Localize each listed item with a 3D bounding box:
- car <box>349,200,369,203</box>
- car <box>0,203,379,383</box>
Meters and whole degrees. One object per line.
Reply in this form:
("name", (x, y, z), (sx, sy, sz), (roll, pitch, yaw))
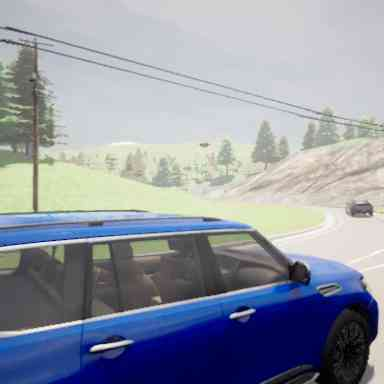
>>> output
("car", (16.125, 1.471, 32.189), (2.128, 1.511, 4.902), (0, 0, 17))
("car", (-0.265, 1.220, 3.556), (5.566, 2.045, 2.150), (0, 0, -36))
